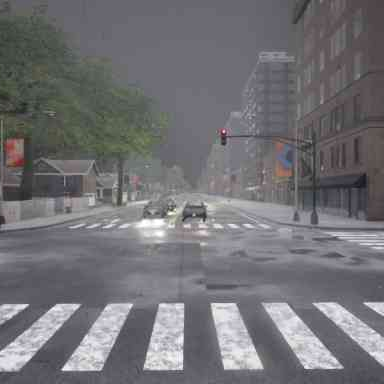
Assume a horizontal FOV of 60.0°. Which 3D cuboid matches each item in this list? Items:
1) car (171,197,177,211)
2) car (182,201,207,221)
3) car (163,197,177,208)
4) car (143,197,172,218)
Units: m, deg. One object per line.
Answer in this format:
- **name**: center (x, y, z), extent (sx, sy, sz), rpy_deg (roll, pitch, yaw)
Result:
- **car**: center (-3.233, 1.368, 39.910), extent (2.097, 1.767, 4.553), rpy_deg (0, 0, 0)
- **car**: center (0.196, 1.499, 27.073), extent (2.128, 1.511, 4.902), rpy_deg (0, 0, 1)
- **car**: center (-3.200, 1.549, 49.867), extent (1.812, 1.442, 4.674), rpy_deg (0, 0, 0)
- **car**: center (-3.263, 1.501, 30.175), extent (2.128, 1.511, 4.902), rpy_deg (0, 0, 0)
